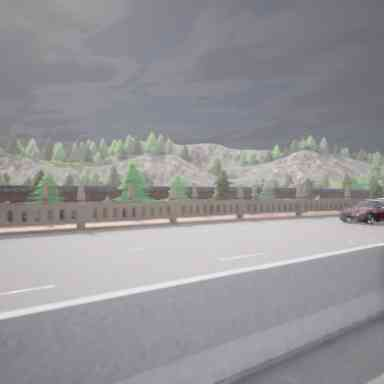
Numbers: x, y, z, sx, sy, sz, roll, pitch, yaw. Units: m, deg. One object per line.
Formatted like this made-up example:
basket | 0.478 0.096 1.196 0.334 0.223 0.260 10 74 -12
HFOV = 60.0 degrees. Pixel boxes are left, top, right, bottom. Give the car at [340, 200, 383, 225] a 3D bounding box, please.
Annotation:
car | 12.899 1.352 24.041 4.553 1.767 2.097 0 0 -26
